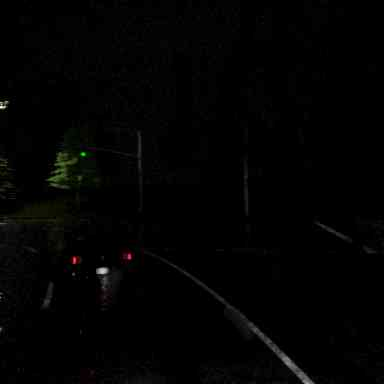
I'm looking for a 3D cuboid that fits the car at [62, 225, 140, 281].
[{"bbox_3d":[-2.990,1.688,10.342,1.895,1.301,4.718,-1,0,-20],"label":"car"}]
